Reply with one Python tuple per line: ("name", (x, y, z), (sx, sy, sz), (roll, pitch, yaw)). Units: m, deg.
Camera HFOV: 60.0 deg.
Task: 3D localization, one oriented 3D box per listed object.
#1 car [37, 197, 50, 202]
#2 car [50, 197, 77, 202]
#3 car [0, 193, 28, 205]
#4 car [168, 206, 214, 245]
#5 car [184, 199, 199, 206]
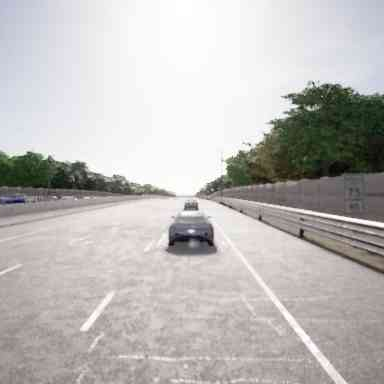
("car", (-21.106, 1.476, 48.901), (1.837, 1.490, 4.892), (0, 0, 0))
("car", (-17.620, 1.472, 46.906), (2.128, 1.511, 4.902), (0, 0, 0))
("car", (-24.623, 1.200, 45.382), (2.150, 2.045, 5.566), (0, 0, 0))
("car", (-0.033, 1.569, 15.522), (1.994, 1.385, 4.181), (0, 0, 0))
("car", (-0.091, 1.542, 42.206), (2.033, 1.411, 5.357), (0, 0, 0))
